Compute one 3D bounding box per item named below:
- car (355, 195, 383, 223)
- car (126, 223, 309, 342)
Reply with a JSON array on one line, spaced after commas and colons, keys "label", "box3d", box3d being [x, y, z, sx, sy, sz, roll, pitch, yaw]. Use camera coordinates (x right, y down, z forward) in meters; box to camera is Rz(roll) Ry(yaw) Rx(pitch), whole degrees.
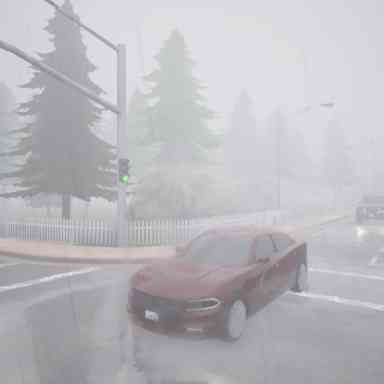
[{"label": "car", "box3d": [13.767, 1.229, 24.807, 2.150, 2.045, 5.566, 0, 0, 36]}, {"label": "car", "box3d": [0.872, 1.488, 6.845, 1.882, 1.535, 5.008, 0, 1, 36]}]
